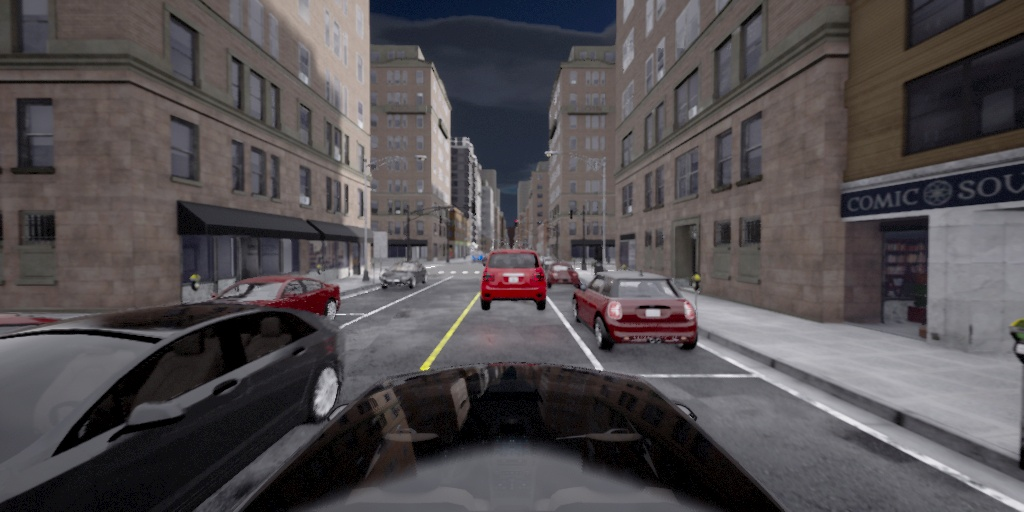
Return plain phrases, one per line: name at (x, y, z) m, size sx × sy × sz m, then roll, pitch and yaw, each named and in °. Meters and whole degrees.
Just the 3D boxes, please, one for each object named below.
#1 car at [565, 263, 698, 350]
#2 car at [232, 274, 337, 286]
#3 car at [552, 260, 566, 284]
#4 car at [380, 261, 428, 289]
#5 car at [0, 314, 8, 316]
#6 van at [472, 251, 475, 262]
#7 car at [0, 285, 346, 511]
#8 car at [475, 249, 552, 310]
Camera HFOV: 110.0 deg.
car at (2.664, 1.067, 8.723) m, size 1.967 × 1.591 × 4.097 m, roll 0°, pitch 0°, yaw 0°
car at (-5.862, 1.174, 8.709) m, size 1.888 × 1.381 × 4.507 m, roll 0°, pitch 0°, yaw 0°
car at (2.657, 1.015, 19.910) m, size 1.802 × 1.307 × 4.207 m, roll 0°, pitch 0°, yaw 0°
car at (-5.869, 0.986, 19.899) m, size 2.007 × 1.370 × 4.403 m, roll 0°, pitch 0°, yaw 0°
car at (-5.858, 1.272, 3.114) m, size 1.888 × 1.381 × 4.507 m, roll 0°, pitch 0°, yaw 0°
van at (-5.750, 0.085, 60.178) m, size 1.690 × 1.789 × 3.998 m, roll 0°, pitch 0°, yaw 0°
car at (-3.099, 1.237, 2.848) m, size 1.837 × 1.490 × 4.892 m, roll 0°, pitch 0°, yaw 0°
car at (0.050, 0.765, 13.565) m, size 2.150 × 2.045 × 5.566 m, roll 0°, pitch 1°, yaw 0°
